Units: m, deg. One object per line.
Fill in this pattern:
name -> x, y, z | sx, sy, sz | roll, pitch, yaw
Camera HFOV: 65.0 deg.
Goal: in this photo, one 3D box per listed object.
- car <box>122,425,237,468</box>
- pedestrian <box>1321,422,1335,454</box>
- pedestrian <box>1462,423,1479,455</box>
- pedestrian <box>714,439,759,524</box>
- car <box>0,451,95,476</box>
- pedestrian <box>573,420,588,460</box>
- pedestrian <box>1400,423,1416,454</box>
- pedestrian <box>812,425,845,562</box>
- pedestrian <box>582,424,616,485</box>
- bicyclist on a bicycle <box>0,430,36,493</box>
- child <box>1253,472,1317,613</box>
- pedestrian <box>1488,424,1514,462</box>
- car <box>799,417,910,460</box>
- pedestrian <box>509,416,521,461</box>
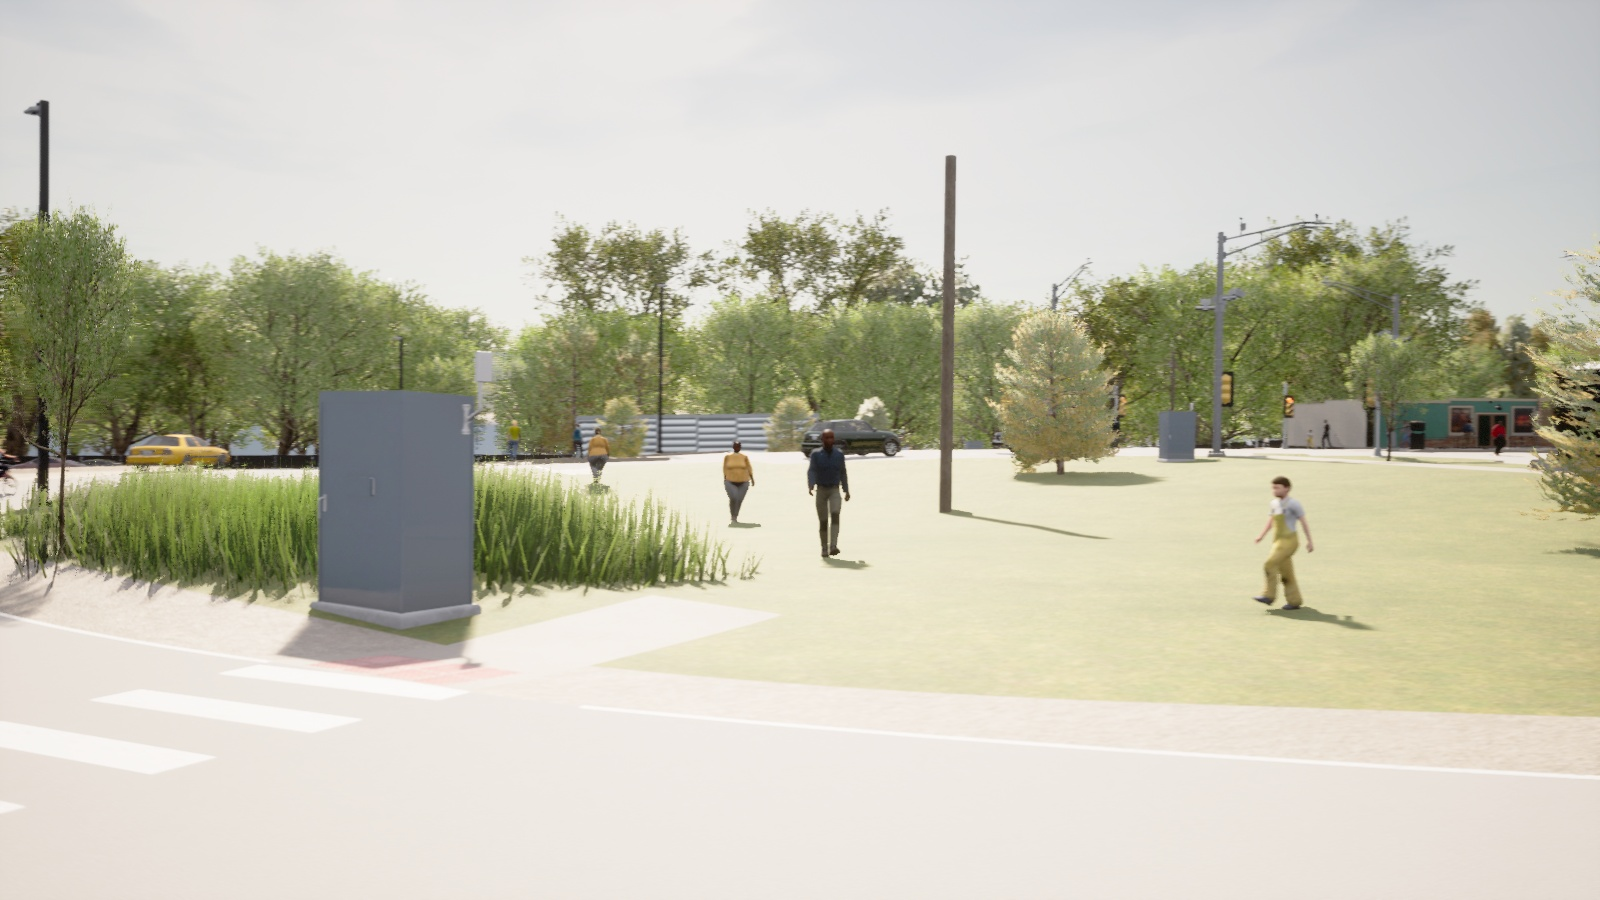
car -> -24.059, -0.131, 48.924 | 1.801, 1.575, 5.366 | 0, 0, 0
pedestrian -> 32.529, -0.748, 77.401 | 0.402, 1.930, 0.666 | 1, 1, -21
pedestrian -> 40.659, -0.663, 76.131 | 0.788, 1.949, 0.423 | 1, 1, -9
pedestrian -> -1.418, 0.690, 27.979 | 0.874, 1.855, 0.900 | 1, 1, -10
car -> -42.969, 0.748, 71.754 | 4.181, 1.385, 1.994 | 0, 1, -4
pedestrian -> -10.529, -0.480, 60.188 | 0.396, 1.930, 0.692 | 2, 1, 17
pedestrian -> 36.347, -0.682, 75.073 | 0.706, 1.836, 0.354 | 1, 1, 0
pedestrian -> 0.389, 0.581, 17.321 | 0.370, 1.835, 0.726 | 1, 1, -2
pedestrian -> -6.254, 0.123, 39.073 | 0.874, 1.855, 0.900 | 1, 1, -19
bicyclist on a bicycle -> -21.460, 0.297, 33.756 | 0.866, 1.612, 1.509 | 2, 2, 3
child -> 4.442, 0.838, 11.502 | 0.437, 1.263, 0.270 | 1, 1, -14
pedestrian -> 34.615, -0.368, 62.009 | 0.634, 1.844, 0.899 | 1, 1, -16
car -> 2.392, -0.529, 54.784 | 4.553, 1.767, 2.097 | -2, 2, -39
pedestrian -> -11.845, -0.489, 52.187 | 0.354, 1.836, 0.706 | 1, 1, -20
